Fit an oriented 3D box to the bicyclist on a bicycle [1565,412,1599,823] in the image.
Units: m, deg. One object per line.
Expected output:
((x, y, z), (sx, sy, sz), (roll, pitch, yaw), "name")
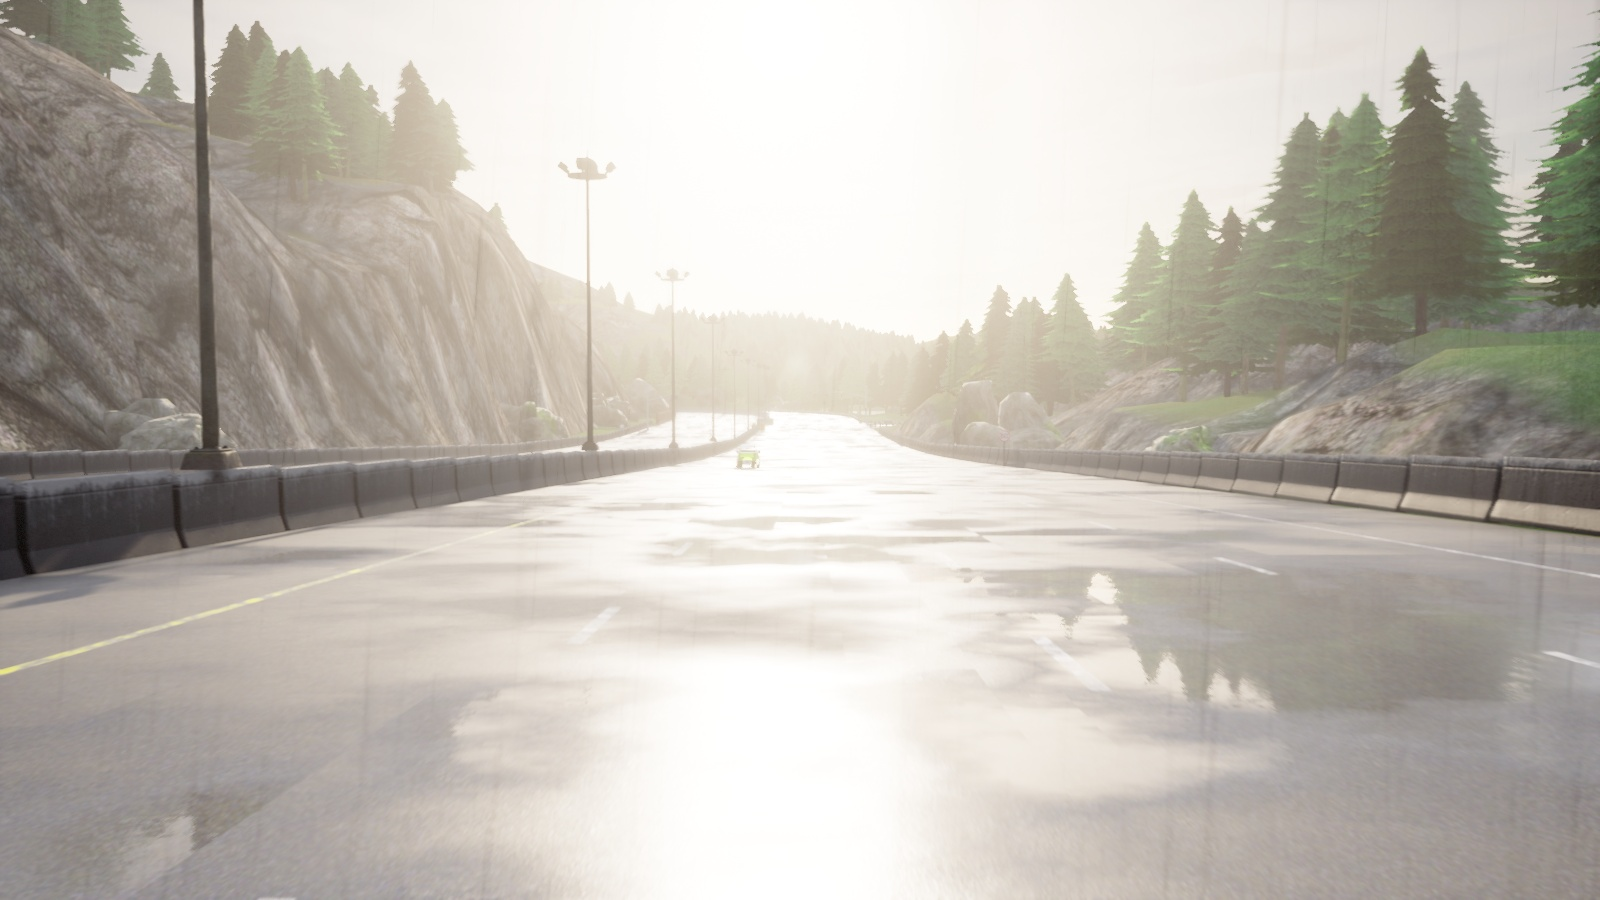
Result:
((3.567, 0.660, 4.388), (0.866, 1.612, 1.509), (0, 0, 0), "bicyclist on a bicycle")

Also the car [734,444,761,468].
((-3.066, 0.344, 74.014), (1.481, 1.376, 2.207), (0, 1, 0), "car")
